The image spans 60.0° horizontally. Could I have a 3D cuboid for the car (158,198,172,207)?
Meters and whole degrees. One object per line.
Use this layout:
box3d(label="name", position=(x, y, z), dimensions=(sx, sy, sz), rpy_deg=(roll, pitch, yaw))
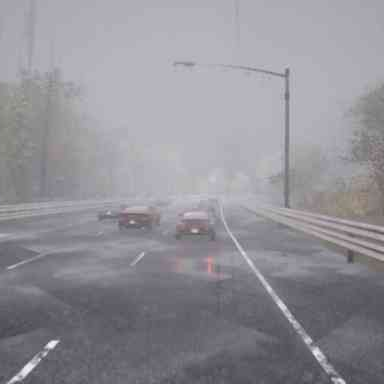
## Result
box3d(label="car", position=(-4.335, 1.632, 50.921), dimensions=(1.895, 1.301, 4.718), rpy_deg=(0, 0, 5))

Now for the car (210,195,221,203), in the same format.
box3d(label="car", position=(4.146, 1.562, 64.423), dimensions=(1.882, 1.535, 5.008), rpy_deg=(0, 0, 7))

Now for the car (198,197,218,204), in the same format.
box3d(label="car", position=(1.627, 1.603, 38.177), dimensions=(1.994, 1.385, 4.181), rpy_deg=(0, 0, 4))

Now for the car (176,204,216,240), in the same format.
box3d(label="car", position=(0.247, 1.539, 16.992), dimensions=(1.812, 1.442, 4.674), rpy_deg=(0, 0, 3))

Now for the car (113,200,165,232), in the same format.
box3d(label="car", position=(-3.079, 1.481, 20.420), dimensions=(1.882, 1.535, 5.008), rpy_deg=(0, 0, 3))

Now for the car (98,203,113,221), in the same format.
box3d(label="car", position=(-6.174, 1.561, 27.195), dimensions=(1.994, 1.385, 4.181), rpy_deg=(0, 0, 4))
